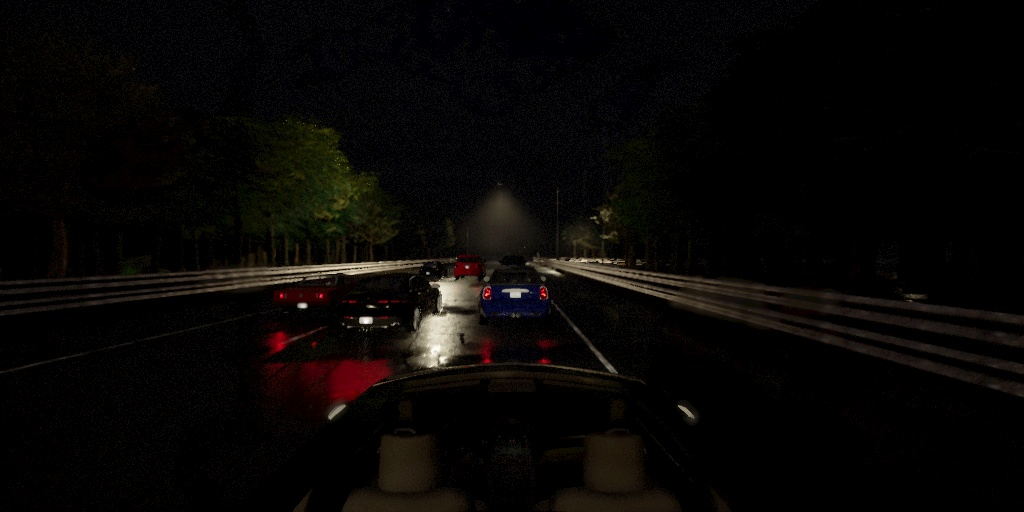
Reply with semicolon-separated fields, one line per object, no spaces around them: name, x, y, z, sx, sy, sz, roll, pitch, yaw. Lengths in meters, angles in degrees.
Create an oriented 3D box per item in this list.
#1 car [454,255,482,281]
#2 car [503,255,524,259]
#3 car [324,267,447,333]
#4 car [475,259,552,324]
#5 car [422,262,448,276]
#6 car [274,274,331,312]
car;-3.405;0.933;29.865;2.150;2.045;5.566;0;0;0
car;0.096;0.933;29.869;2.150;2.045;5.566;0;0;0
car;-3.402;1.251;10.778;1.837;1.490;4.892;0;0;0
car;0.098;1.097;12.069;2.097;1.767;4.553;0;0;0
car;-6.919;1.230;31.768;1.812;1.442;4.674;0;0;0
car;-6.902;1.344;14.047;1.895;1.301;4.718;0;0;0
